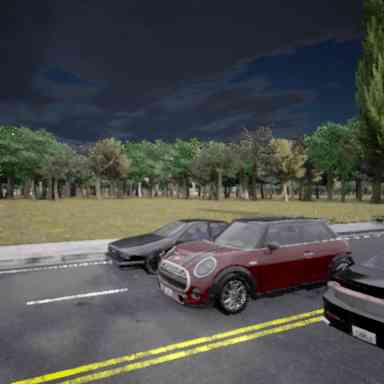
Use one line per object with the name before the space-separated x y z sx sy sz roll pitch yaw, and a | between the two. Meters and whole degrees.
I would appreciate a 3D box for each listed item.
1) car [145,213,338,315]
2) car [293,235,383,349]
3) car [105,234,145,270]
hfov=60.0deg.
car | 1.514 1.371 7.627 4.553 1.767 2.097 0 0 -28
car | 4.197 1.506 5.155 4.902 1.511 2.128 0 0 -28
car | 0.087 1.573 10.550 5.357 1.411 2.033 0 0 -28
